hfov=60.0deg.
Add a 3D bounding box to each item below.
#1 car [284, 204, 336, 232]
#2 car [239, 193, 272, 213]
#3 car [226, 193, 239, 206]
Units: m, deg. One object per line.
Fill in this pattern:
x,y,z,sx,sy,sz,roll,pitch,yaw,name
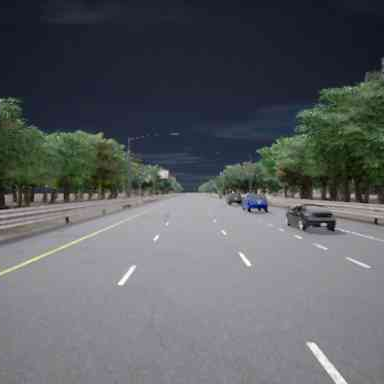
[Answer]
7.023,1.496,20.135,1.837,1.490,4.892,0,0,0,car
7.042,1.222,37.448,2.150,2.045,5.566,0,0,0,car
7.063,1.211,55.888,2.150,2.045,5.566,0,0,0,car
